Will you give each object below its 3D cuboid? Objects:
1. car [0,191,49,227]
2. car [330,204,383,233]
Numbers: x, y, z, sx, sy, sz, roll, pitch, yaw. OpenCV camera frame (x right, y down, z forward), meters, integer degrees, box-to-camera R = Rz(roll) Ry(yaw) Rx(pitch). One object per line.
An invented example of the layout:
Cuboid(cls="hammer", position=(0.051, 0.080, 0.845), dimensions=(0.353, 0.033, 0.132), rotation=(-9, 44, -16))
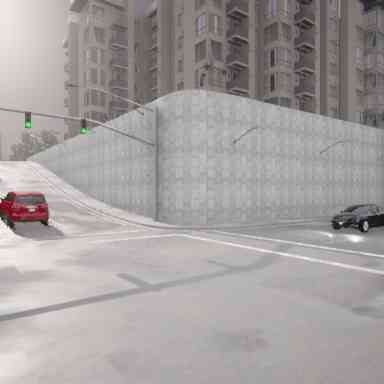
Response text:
Cuboid(cls="car", position=(-10.656, 0.934, 21.059), dimensions=(2.150, 2.045, 5.566), rotation=(0, 4, -36))
Cuboid(cls="car", position=(10.268, 1.505, 19.936), dimensions=(4.892, 1.490, 1.837), rotation=(0, 0, -36))
